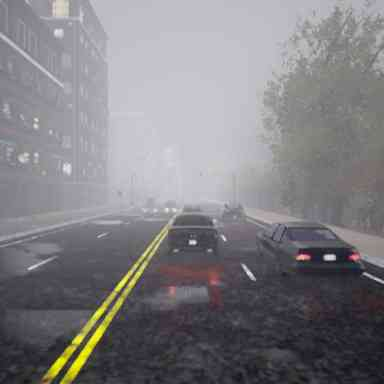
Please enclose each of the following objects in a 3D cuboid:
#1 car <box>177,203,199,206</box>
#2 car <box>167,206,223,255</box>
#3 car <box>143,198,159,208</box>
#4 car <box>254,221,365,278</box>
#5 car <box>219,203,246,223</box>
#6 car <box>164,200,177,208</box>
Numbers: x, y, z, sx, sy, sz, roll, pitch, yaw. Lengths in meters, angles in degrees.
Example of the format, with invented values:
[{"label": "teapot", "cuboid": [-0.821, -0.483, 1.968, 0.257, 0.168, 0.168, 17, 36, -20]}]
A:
[{"label": "car", "cuboid": [0.041, 1.732, 27.798, 1.994, 1.385, 4.181, 0, 0, 0]}, {"label": "car", "cuboid": [0.051, 1.560, 13.726, 1.882, 1.535, 5.008, 0, 0, 1]}, {"label": "car", "cuboid": [-6.560, 1.683, 53.408, 2.097, 1.767, 4.553, 0, 0, 1]}, {"label": "car", "cuboid": [3.272, 1.610, 10.363, 2.033, 1.411, 5.357, 0, 0, 0]}, {"label": "car", "cuboid": [3.286, 1.658, 27.529, 2.128, 1.511, 4.902, 0, 0, 1]}, {"label": "car", "cuboid": [-3.313, 1.895, 53.104, 1.994, 1.385, 4.181, 0, -1, 0]}]
